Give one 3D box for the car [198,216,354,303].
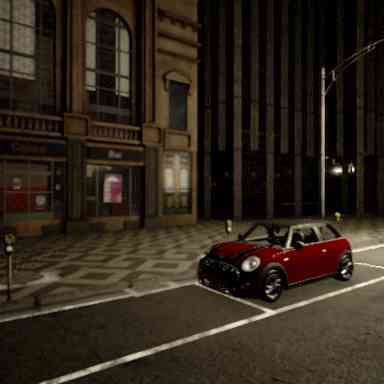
[{"bbox_3d":[2.111,1.433,8.150,4.097,1.590,1.967,0,0,-35],"label":"car"}]
